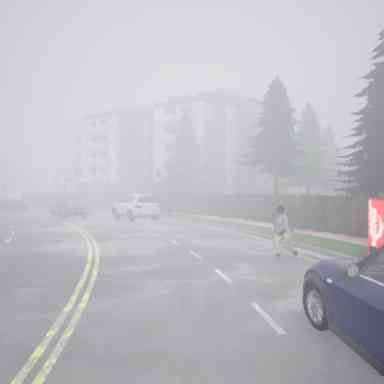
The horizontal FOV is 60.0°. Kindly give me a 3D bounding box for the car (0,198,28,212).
[{"bbox_3d":[-20.759,1.472,38.003,4.902,1.511,2.128,0,0,32],"label":"car"}]

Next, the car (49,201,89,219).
[{"bbox_3d":[-10.850,1.532,29.107,2.033,1.411,5.357,0,0,-41],"label":"car"}]

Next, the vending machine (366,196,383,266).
[{"bbox_3d":[6.265,1.189,10.471,1.100,2.100,0.880,0,0,-12],"label":"vending machine"}]

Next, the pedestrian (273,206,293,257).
[{"bbox_3d":[3.057,1.288,11.182,0.375,1.860,0.375,0,0,-14],"label":"pedestrian"}]

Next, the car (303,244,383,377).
[{"bbox_3d":[3.097,1.353,4.057,2.097,1.767,4.553,0,0,-3],"label":"car"}]

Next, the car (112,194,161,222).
[{"bbox_3d":[-4.450,1.207,26.203,2.150,2.045,5.566,0,0,-32],"label":"car"}]
